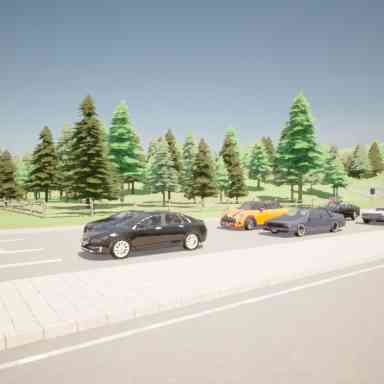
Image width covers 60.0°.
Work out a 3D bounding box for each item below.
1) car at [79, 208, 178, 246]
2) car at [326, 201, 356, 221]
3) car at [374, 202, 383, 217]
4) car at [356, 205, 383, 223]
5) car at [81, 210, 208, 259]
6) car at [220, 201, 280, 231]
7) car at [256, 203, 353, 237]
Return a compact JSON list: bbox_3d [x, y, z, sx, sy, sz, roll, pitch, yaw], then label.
[{"bbox_3d":[-2.996,1.564,15.946,4.181,1.385,1.994,0,0,-34],"label":"car"},{"bbox_3d":[11.192,1.491,25.993,4.902,1.511,2.128,0,0,-35],"label":"car"},{"bbox_3d":[19.508,1.601,31.801,4.718,1.301,1.895,0,0,-35],"label":"car"},{"bbox_3d":[14.117,1.601,23.783,4.718,1.301,1.895,0,0,-35],"label":"car"},{"bbox_3d":[-1.655,1.505,12.620,4.892,1.490,1.837,0,0,-35],"label":"car"},{"bbox_3d":[3.939,1.352,20.873,4.553,1.767,2.097,0,0,-35],"label":"car"},{"bbox_3d":[6.288,1.547,18.254,5.357,1.411,2.033,0,0,-35],"label":"car"}]
